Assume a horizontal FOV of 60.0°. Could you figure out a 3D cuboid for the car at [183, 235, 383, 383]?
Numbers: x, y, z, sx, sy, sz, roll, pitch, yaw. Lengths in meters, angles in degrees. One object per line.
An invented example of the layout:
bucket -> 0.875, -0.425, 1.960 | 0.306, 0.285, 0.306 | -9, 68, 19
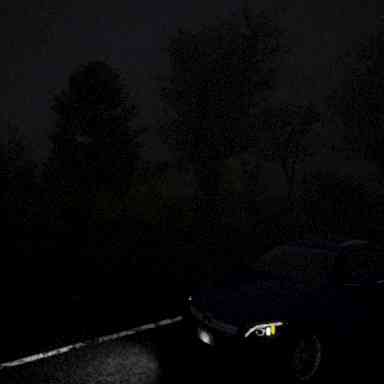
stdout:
car -> 2.054, 1.493, 5.439 | 4.674, 1.442, 1.812 | 0, 0, -36
